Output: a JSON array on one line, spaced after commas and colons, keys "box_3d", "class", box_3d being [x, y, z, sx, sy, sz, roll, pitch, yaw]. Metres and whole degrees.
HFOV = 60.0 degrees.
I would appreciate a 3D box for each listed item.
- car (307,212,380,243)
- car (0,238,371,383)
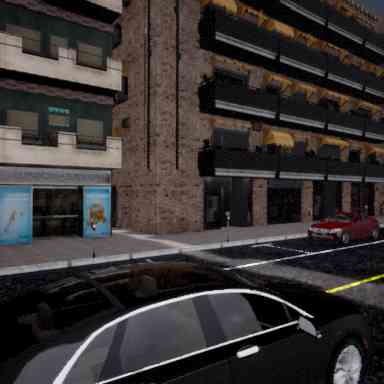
[{"box_3d": [7.172, 1.583, 15.538, 4.206, 1.307, 1.802, 0, 0, -35], "class": "car"}, {"box_3d": [-0.089, 1.507, 3.370, 4.892, 1.490, 1.837, -1, 0, -35], "class": "car"}]
